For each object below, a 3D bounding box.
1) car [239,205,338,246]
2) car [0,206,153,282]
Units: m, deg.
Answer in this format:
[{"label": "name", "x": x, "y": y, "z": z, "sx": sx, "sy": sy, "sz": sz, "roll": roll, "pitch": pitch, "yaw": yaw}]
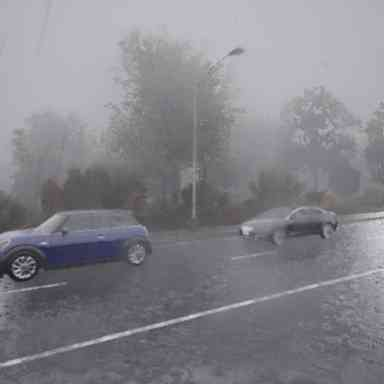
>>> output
[{"label": "car", "x": 4.306, "y": 1.354, "z": 14.648, "sx": 4.902, "sy": 1.511, "sz": 2.128, "roll": -1, "pitch": 1, "yaw": -30}, {"label": "car", "x": -3.527, "y": 1.326, "z": 9.803, "sx": 4.553, "sy": 1.767, "sz": 2.097, "roll": 0, "pitch": 0, "yaw": -34}]
